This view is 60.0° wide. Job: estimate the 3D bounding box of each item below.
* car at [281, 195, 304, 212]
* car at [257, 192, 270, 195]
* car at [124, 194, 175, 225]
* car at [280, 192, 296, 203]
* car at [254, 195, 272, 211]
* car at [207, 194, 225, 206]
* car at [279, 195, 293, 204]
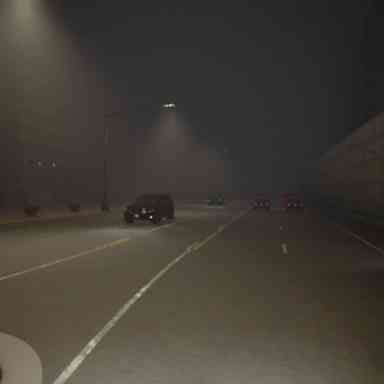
[{"bbox_3d":[11.540,1.429,37.678,2.033,1.411,5.357,0,0,14],"label":"car"},{"bbox_3d":[10.561,1.067,48.877,2.150,2.045,5.566,0,0,14],"label":"car"},{"bbox_3d":[-2.866,1.145,23.778,2.150,2.045,5.566,0,0,14],"label":"car"},{"bbox_3d":[13.961,1.070,48.048,2.150,2.045,5.566,0,0,14],"label":"car"},{"bbox_3d":[8.151,1.425,38.603,2.033,1.411,5.357,0,0,14],"label":"car"},{"bbox_3d":[3.586,1.193,50.025,2.097,1.767,4.553,0,0,14],"label":"car"},{"bbox_3d":[16.415,1.309,58.117,2.128,1.511,4.902,0,0,14],"label":"car"}]
